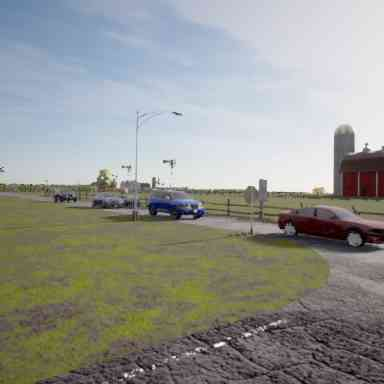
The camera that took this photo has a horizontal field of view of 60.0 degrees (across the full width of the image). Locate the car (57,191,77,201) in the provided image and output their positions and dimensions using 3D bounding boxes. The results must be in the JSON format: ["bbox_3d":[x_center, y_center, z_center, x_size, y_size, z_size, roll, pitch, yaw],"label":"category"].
[{"bbox_3d":[-22.135,0.678,58.906,2.128,1.511,4.902,1,0,-36],"label":"car"}]

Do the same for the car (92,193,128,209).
[{"bbox_3d":[-9.118,0.853,35.979,2.097,1.767,4.553,1,0,-36],"label":"car"}]

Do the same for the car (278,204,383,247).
[{"bbox_3d":[6.185,1.371,14.882,1.882,1.535,5.008,1,1,-36],"label":"car"}]

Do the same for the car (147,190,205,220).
[{"bbox_3d":[-1.363,0.904,25.291,2.150,2.045,5.566,1,1,-36],"label":"car"}]

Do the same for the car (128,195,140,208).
[{"bbox_3d":[-7.682,1.052,39.007,1.812,1.442,4.674,1,0,-36],"label":"car"}]

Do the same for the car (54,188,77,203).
[{"bbox_3d":[-18.903,0.476,49.614,2.150,2.045,5.566,1,0,-36],"label":"car"}]
